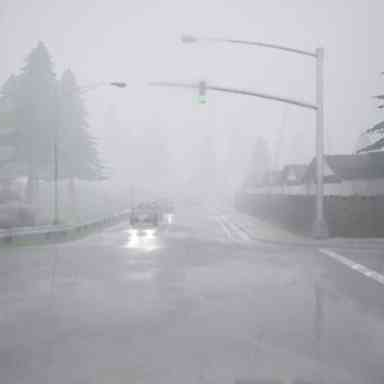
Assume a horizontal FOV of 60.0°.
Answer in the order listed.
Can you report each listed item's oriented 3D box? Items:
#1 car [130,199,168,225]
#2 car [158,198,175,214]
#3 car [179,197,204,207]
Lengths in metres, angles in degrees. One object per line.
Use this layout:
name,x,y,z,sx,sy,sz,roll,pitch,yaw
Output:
car,-3.255,1.539,24.323,2.128,1.511,4.902,0,0,1
car,-3.062,1.422,36.564,2.097,1.767,4.553,0,0,1
car,-0.043,1.580,54.323,2.128,1.511,4.902,0,0,43
